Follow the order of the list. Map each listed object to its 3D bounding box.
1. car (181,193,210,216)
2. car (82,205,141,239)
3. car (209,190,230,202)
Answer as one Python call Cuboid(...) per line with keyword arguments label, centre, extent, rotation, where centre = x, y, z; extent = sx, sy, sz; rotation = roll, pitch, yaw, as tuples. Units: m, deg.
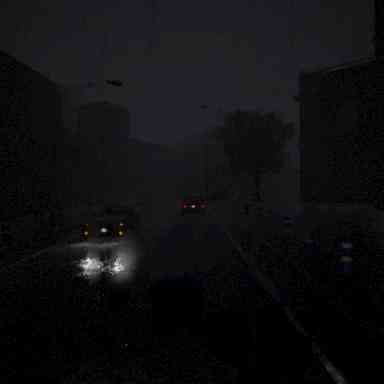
Cuboid(label="car", centre=(0.108, 0.999, 25.820), extent=(2.033, 1.411, 5.357), rotation=(0, 2, 0))
Cuboid(label="car", centre=(-3.584, 1.307, 15.477), extent=(1.994, 1.385, 4.181), rotation=(0, 2, 0))
Cuboid(label="car", centre=(3.285, 0.432, 42.363), extent=(1.994, 1.385, 4.181), rotation=(-1, 2, 28))
